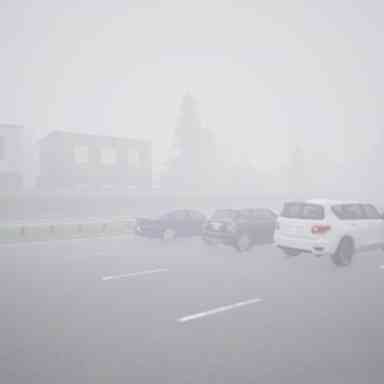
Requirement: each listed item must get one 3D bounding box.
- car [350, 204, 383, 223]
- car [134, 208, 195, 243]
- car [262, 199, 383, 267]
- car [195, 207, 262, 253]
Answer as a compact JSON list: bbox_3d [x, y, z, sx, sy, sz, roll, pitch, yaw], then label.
[{"bbox_3d":[15.065,1.702,27.386,4.181,1.385,1.994,0,0,-35],"label":"car"},{"bbox_3d":[-0.383,1.523,16.375,5.008,1.535,1.882,0,0,-35],"label":"car"},{"bbox_3d":[5.323,1.276,11.842,5.566,2.045,2.150,0,0,-35],"label":"car"},{"bbox_3d":[2.685,1.404,14.263,4.553,1.767,2.097,0,0,-35],"label":"car"}]
